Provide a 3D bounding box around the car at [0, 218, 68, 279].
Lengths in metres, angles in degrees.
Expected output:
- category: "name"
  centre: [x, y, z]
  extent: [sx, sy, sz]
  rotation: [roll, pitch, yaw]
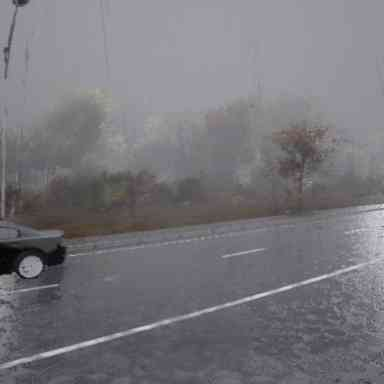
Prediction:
- category: "car"
  centre: [-5.818, 1.470, 8.433]
  extent: [5.008, 1.535, 1.882]
  rotation: [0, 0, -35]
